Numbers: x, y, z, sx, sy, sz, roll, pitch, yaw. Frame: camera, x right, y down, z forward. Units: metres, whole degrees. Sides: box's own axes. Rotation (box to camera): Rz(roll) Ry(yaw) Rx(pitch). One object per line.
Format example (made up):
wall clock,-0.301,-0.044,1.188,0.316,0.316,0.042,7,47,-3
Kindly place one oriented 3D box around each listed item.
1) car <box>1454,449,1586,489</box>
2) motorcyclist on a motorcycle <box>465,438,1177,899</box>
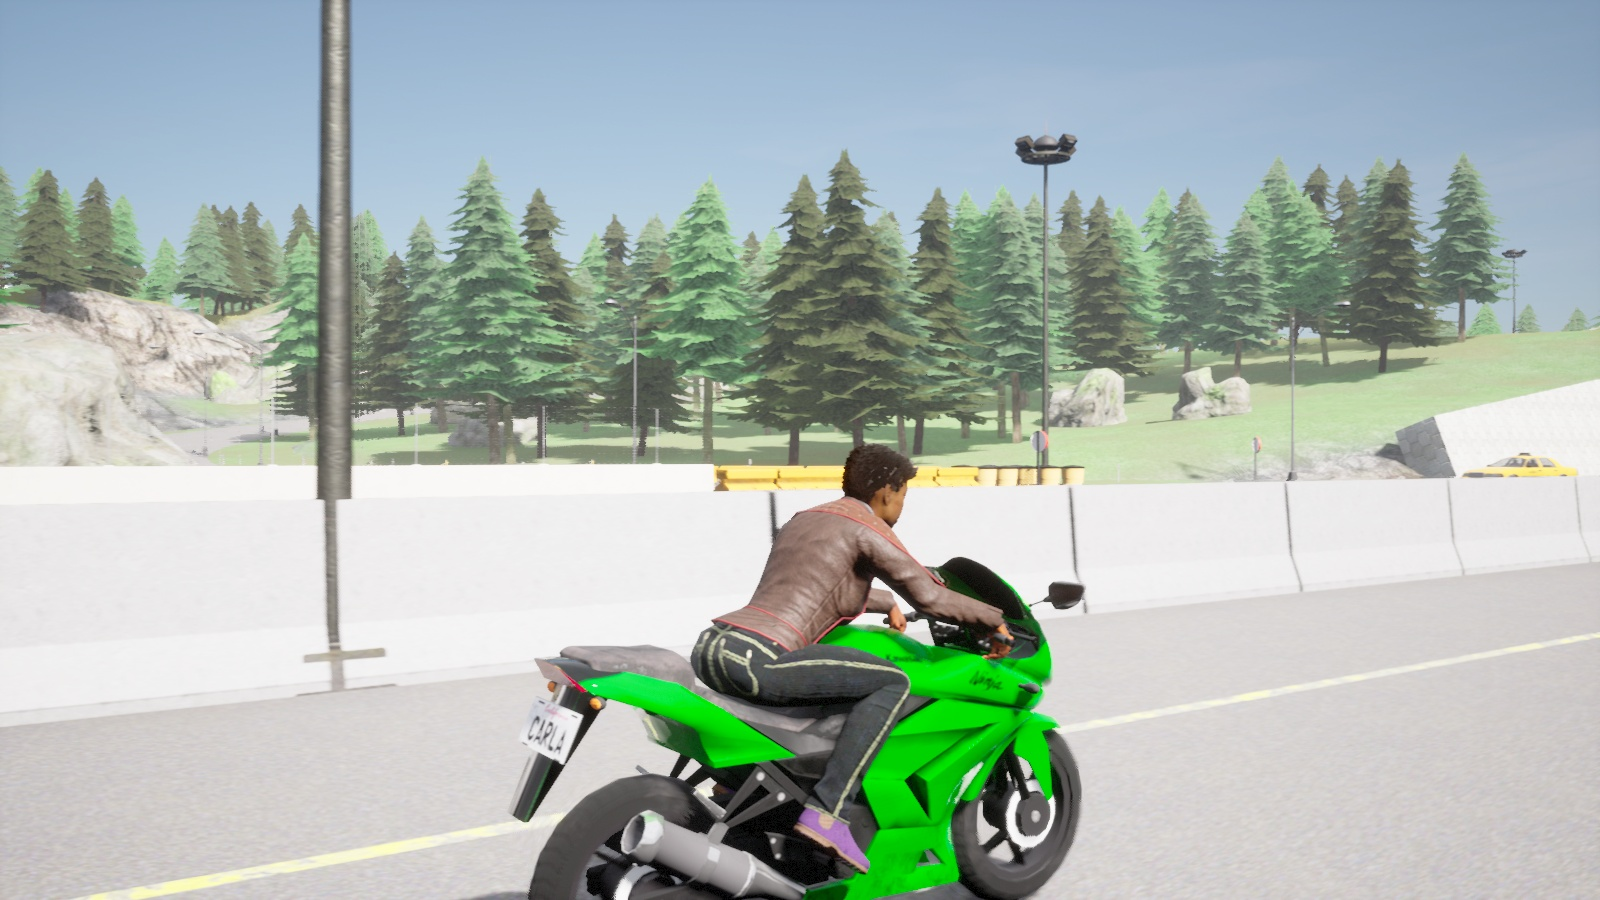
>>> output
car,29.232,0.747,50.964,5.366,1.575,1.801,0,0,-24
motorcyclist on a motorcycle,0.135,0.736,3.753,2.044,1.523,0.797,0,0,-35
